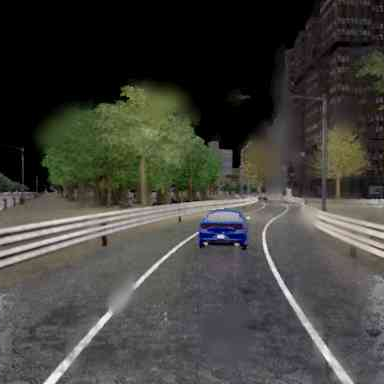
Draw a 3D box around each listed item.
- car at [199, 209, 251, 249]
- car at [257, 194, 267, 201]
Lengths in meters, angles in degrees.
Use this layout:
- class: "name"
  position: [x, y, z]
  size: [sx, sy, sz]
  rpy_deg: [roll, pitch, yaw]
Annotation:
- class: "car"
  position: [1.520, 1.500, 14.686]
  size: [1.882, 1.535, 5.008]
  rpy_deg: [0, 0, 11]
- class: "car"
  position: [18.173, 1.320, 86.403]
  size: [2.097, 1.767, 4.553]
  rpy_deg: [0, 0, 1]
